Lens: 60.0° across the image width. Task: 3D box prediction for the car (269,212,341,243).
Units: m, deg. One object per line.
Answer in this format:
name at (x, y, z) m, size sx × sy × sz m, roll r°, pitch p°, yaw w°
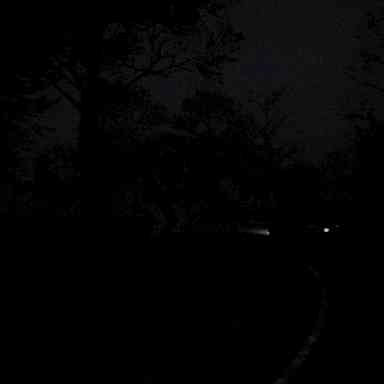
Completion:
car at (5.634, 1.713, 17.105) m, size 1.994 × 1.385 × 4.181 m, roll 0°, pitch 0°, yaw -14°
